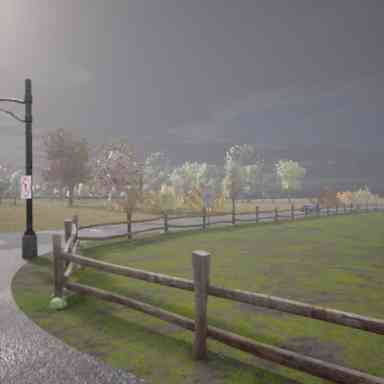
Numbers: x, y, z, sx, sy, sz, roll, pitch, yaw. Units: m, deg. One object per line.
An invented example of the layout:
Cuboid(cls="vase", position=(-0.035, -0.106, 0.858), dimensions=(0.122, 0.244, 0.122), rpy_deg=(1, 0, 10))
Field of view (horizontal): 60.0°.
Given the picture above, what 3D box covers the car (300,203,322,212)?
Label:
Cuboid(cls="car", position=(19.009, 2.445, 52.902), dimensions=(2.033, 1.411, 5.357), rpy_deg=(-1, -2, 40))
